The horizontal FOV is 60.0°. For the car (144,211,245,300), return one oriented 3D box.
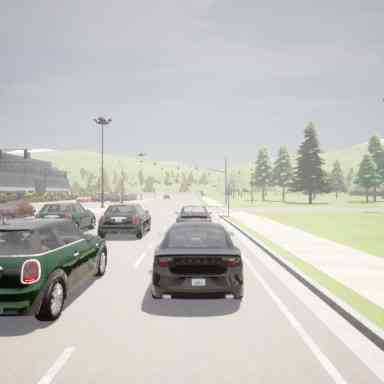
[{"bbox_3d":[0.112,1.478,8.478,1.882,1.535,5.008,0,0,0],"label":"car"}]

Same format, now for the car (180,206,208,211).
[{"bbox_3d":[0.096,1.492,17.905,2.128,1.511,4.902,0,0,0],"label":"car"}]

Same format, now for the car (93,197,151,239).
[{"bbox_3d":[-3.415,1.352,17.566,2.097,1.767,4.553,0,0,0],"label":"car"}]

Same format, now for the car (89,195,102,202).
[{"bbox_3d":[-23.157,1.552,79.806,1.994,1.385,4.181,0,0,0],"label":"car"}]

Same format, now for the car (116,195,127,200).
[{"bbox_3d":[-19.636,1.594,92.990,1.895,1.301,4.718,0,0,0],"label":"car"}]

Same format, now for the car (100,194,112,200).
[{"bbox_3d":[-23.141,1.355,89.966,2.097,1.767,4.553,0,0,0],"label":"car"}]

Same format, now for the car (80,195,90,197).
[{"bbox_3d":[-23.170,1.355,71.476,2.097,1.767,4.553,0,0,0],"label":"car"}]

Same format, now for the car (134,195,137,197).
[{"bbox_3d":[-16.140,1.525,90.900,2.128,1.511,4.902,0,0,0],"label":"car"}]

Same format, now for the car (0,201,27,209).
[{"bbox_3d":[-15.279,1.525,28.760,1.812,1.442,4.674,0,0,-2],"label":"car"}]

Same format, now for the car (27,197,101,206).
[{"bbox_3d":[-6.920,1.352,18.546,2.097,1.767,4.553,0,0,0],"label":"car"}]

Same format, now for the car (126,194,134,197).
[{"bbox_3d":[-16.155,1.355,80.896,2.097,1.767,4.553,0,0,0],"label":"car"}]

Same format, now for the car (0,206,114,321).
[{"bbox_3d":[-3.389,1.352,7.428,2.097,1.767,4.553,0,0,0],"label":"car"}]

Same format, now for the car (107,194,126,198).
[{"bbox_3d":[-16.170,1.500,71.721,1.837,1.490,4.892,0,0,0],"label":"car"}]

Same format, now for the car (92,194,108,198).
[{"bbox_3d":[-19.670,1.552,71.312,1.994,1.385,4.181,0,0,0],"label":"car"}]

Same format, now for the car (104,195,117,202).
[{"bbox_3d":[-19.657,1.478,80.066,1.882,1.535,5.008,0,0,0],"label":"car"}]
